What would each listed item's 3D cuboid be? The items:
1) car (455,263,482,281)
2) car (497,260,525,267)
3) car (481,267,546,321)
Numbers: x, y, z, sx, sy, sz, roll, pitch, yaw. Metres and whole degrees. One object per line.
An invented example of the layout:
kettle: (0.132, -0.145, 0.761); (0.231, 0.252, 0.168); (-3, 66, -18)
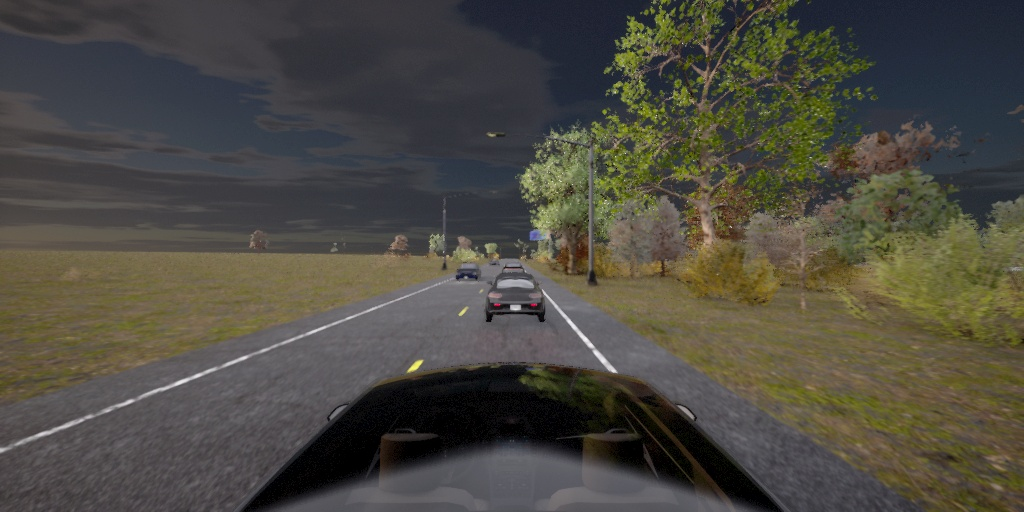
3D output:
car: (-3.594, 1.307, 30.636); (2.033, 1.411, 5.357); (0, 0, 0)
car: (0.107, 1.251, 30.267); (2.128, 1.511, 4.902); (0, 0, 0)
car: (0.103, 1.278, 12.350); (1.812, 1.442, 4.674); (0, 0, 0)
